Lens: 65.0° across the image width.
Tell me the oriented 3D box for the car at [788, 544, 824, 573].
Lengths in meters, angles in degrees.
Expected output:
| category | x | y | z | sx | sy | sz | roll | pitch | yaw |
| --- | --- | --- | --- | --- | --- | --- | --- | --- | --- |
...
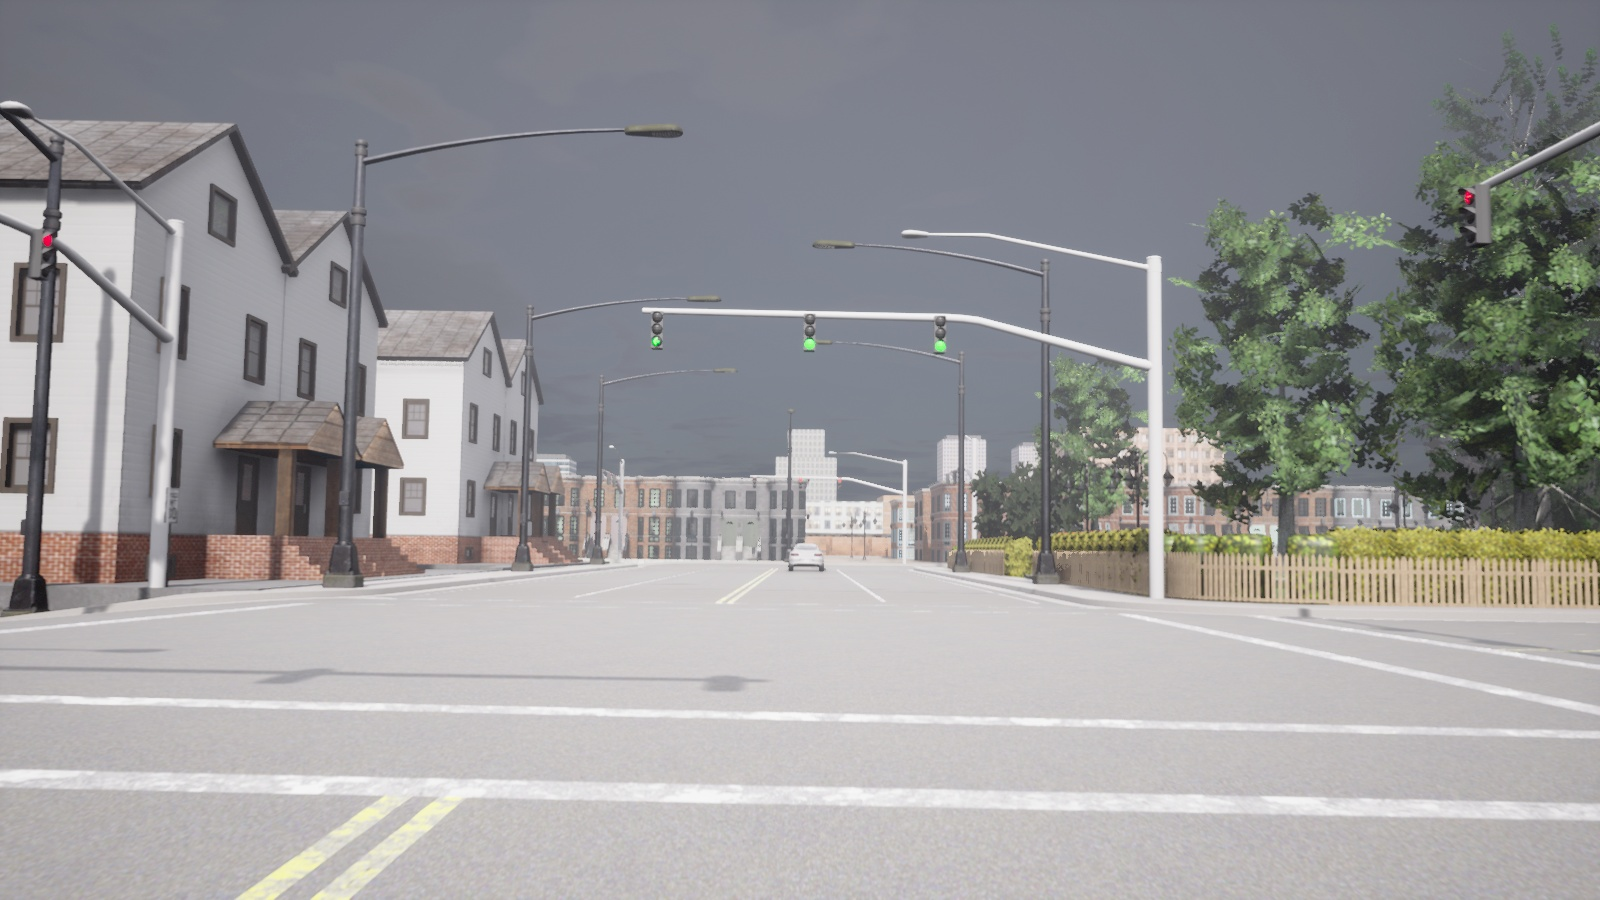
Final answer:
| category | x | y | z | sx | sy | sz | roll | pitch | yaw |
| --- | --- | --- | --- | --- | --- | --- | --- | --- | --- |
| car | 0.321 | 5.649 | 65.767 | 1.812 | 1.442 | 4.674 | 1 | -5 | 0 |
